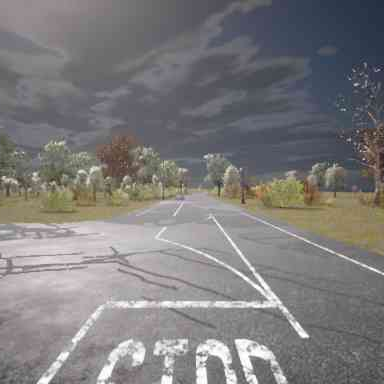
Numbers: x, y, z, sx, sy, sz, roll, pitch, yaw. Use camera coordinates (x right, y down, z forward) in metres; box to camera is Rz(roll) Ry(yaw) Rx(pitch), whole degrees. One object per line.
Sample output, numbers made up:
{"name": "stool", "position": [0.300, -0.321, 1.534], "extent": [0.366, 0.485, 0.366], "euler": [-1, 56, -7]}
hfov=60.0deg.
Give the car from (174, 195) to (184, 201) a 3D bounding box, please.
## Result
{"name": "car", "position": [-3.104, 1.393, 82.412], "extent": [1.812, 1.442, 4.674], "euler": [0, 0, 5]}
